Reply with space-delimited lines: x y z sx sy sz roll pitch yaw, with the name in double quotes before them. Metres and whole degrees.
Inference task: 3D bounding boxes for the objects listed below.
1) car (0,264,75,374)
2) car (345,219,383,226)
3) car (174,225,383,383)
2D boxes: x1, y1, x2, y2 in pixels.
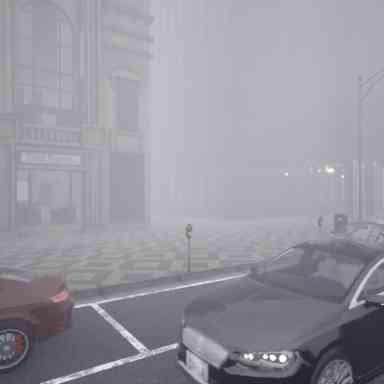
"car" -3.672 1.582 4.101 4.206 1.307 1.802 0 0 -34
"car" 5.522 1.550 10.230 4.403 1.369 2.008 0 0 -34
"car" 2.088 1.491 4.727 4.902 1.511 2.128 0 0 -34
